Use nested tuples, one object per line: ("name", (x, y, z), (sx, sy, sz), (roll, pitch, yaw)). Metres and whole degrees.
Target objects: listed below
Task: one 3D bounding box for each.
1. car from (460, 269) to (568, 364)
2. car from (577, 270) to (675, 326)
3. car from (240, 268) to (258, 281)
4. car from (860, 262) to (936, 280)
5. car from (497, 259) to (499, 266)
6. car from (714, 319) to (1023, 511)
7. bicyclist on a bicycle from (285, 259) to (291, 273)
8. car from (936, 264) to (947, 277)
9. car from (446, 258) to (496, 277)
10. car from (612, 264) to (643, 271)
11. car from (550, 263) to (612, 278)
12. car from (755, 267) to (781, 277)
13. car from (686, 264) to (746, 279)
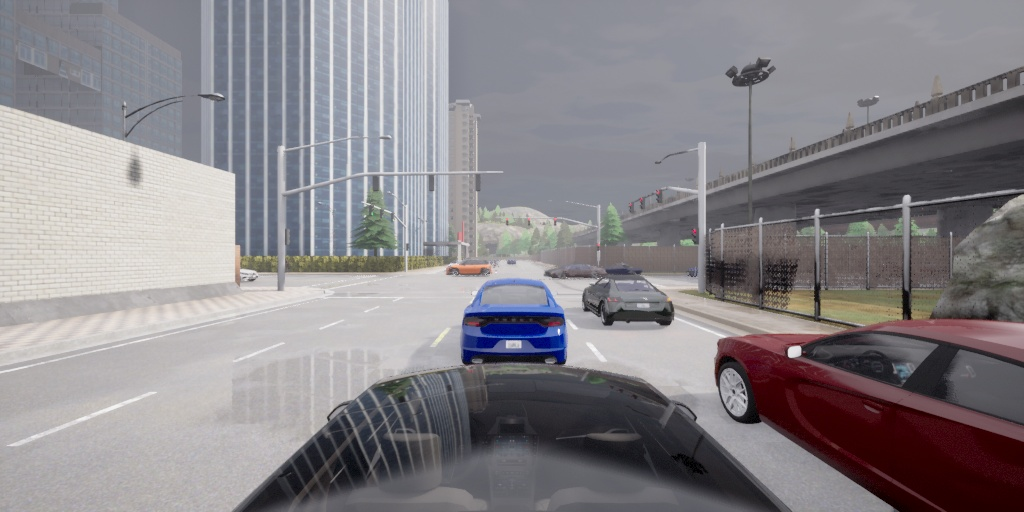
("car", (0.052, 1.228, 8.069), (1.882, 1.535, 5.008), (0, 0, 1))
("car", (3.573, 1.314, 11.730), (1.994, 1.385, 4.181), (0, 0, 0))
("car", (-22.642, 1.331, 28.232), (4.674, 1.442, 1.812), (0, 0, 0))
("car", (34.043, 1.283, 32.030), (5.008, 1.535, 1.882), (0, 0, 0))
("car", (-3.583, 1.351, 61.077), (1.895, 1.301, 4.718), (0, 0, 0))
("car", (3.601, 1.228, 2.736), (1.882, 1.535, 5.008), (0, 0, 0))
("bicyclist on a bicycle", (-25.307, 1.106, 40.188), (0.582, 1.620, 1.656), (0, 0, 0))
("car", (39.991, 1.310, 35.533), (4.892, 1.490, 1.837), (0, 0, 0))
("car", (-4.163, 1.133, 35.454), (4.553, 1.767, 2.097), (0, 0, 0))
("car", (10.450, 1.403, 35.940), (4.718, 1.301, 1.895), (0, 0, 6))
("car", (5.456, 1.320, 30.959), (5.357, 1.411, 2.033), (0, 0, -16))
("car", (23.694, 1.406, 35.517), (4.718, 1.301, 1.895), (0, 0, 0))
("car", (18.218, 1.283, 32.002), (5.008, 1.535, 1.882), (0, 0, 0))
